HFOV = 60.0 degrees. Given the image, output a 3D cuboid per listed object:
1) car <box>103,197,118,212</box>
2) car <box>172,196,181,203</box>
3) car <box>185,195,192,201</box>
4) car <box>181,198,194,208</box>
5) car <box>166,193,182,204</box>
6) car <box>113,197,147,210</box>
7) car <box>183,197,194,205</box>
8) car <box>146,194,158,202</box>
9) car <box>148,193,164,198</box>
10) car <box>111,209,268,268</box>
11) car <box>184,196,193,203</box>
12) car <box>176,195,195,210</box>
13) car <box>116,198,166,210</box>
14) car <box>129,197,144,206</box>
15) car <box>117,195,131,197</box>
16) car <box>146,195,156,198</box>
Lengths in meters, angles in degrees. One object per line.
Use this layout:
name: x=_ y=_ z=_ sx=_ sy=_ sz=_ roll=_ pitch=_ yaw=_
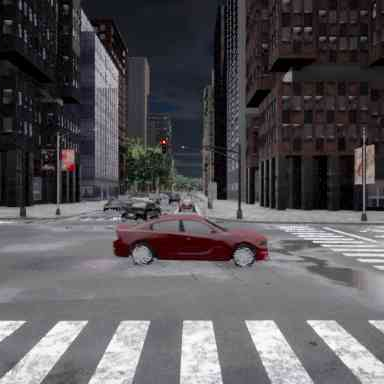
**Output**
car: x=-9.088 y=1.571 z=38.907 sx=1.947 sy=1.339 sz=4.313 roll=0 pitch=0 yaw=0
car: x=-3.505 y=1.645 z=75.349 sx=1.994 sy=1.385 sz=4.181 roll=0 pitch=0 yaw=0
car: x=-0.852 y=1.687 z=93.199 sx=1.887 sy=1.381 sz=4.507 roll=0 pitch=0 yaw=0
car: x=-0.620 y=1.610 z=49.799 sx=1.802 sy=1.307 sz=4.206 roll=0 pitch=0 yaw=0
car: x=-3.360 y=1.284 z=64.623 sx=2.150 sy=2.045 sz=5.566 roll=0 pitch=0 yaw=0
car: x=-6.402 y=1.544 z=35.039 sx=2.033 sy=1.411 sz=5.357 roll=0 pitch=0 yaw=0
car: x=-0.678 y=1.598 z=60.649 sx=1.887 sy=1.381 sz=4.507 roll=0 pitch=0 yaw=0
car: x=-9.290 y=1.410 z=76.889 sx=2.192 sy=1.841 sz=5.009 roll=0 pitch=0 yaw=0
car: x=-6.500 y=1.263 z=55.908 sx=2.150 sy=2.045 sz=5.566 roll=0 pitch=0 yaw=-1
car: x=-0.051 y=1.499 z=10.875 sx=5.008 sy=1.535 sz=1.882 roll=1 pitch=0 yaw=0
car: x=-0.736 y=1.606 z=71.669 sx=1.752 sy=1.417 sz=4.829 roll=0 pitch=0 yaw=0
car: x=-0.563 y=1.445 z=38.950 sx=1.967 sy=1.590 sz=4.097 roll=0 pitch=0 yaw=0
car: x=-3.786 y=1.449 z=25.564 sx=1.882 sy=1.535 sz=5.008 roll=1 pitch=0 yaw=10
car: x=-9.173 y=1.565 z=55.015 sx=1.752 sy=1.417 sz=4.829 roll=0 pitch=0 yaw=0
car: x=-9.118 y=1.331 z=44.334 sx=2.192 sy=1.841 sz=5.009 roll=0 pitch=0 yaw=0
car: x=-6.455 y=1.544 z=45.266 sx=1.812 sy=1.442 sz=4.674 roll=0 pitch=0 yaw=0
